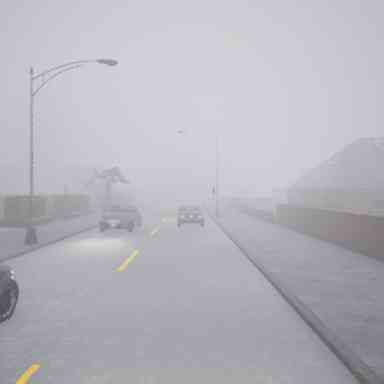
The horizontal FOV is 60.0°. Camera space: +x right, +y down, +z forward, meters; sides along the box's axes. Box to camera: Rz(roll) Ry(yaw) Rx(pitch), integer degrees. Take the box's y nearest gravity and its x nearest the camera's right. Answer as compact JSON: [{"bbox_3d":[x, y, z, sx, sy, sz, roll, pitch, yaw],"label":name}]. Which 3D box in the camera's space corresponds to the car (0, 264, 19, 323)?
[{"bbox_3d":[-4.145,1.576,4.400,1.994,1.385,4.181,0,0,-1],"label":"car"}]

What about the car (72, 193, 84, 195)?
[{"bbox_3d":[-20.393,1.138,57.990,1.905,1.878,3.866,0,0,34],"label":"car"}]

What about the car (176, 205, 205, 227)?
[{"bbox_3d":[-0.134,1.608,23.297,2.033,1.411,5.357,0,0,-2],"label":"car"}]

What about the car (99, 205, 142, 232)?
[{"bbox_3d":[-4.273,1.545,20.435,2.128,1.511,4.902,0,0,0],"label":"car"}]
